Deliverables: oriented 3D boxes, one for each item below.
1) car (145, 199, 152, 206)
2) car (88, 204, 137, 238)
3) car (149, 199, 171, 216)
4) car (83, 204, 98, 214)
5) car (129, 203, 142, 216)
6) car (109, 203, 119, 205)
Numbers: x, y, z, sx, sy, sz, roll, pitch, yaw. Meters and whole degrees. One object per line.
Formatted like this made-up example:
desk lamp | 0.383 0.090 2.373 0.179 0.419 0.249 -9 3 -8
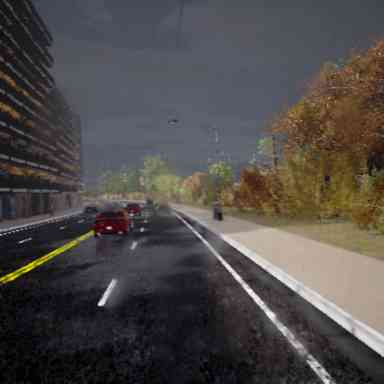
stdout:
car | -9.684 2.363 76.147 1.837 1.490 4.892 -2 0 -11
car | -4.719 1.811 20.395 1.882 1.535 5.008 -2 0 -6
car | -3.544 1.883 38.659 2.128 1.511 4.902 -2 0 -7
car | -15.125 2.531 50.209 1.994 1.385 4.181 -2 0 -8
car | -6.851 2.016 38.943 1.882 1.535 5.008 -2 0 -7
car | -11.837 2.369 50.253 2.033 1.411 5.357 -2 0 -8
